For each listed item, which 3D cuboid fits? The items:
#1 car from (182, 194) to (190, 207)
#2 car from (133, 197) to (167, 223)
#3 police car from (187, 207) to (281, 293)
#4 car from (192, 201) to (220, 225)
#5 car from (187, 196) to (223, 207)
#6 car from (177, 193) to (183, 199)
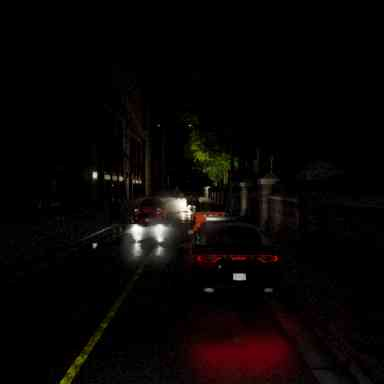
[{"bbox_3d":[0.126,1.352,47.818,2.128,1.511,4.902,0,0,1],"label":"car"},{"bbox_3d":[-3.048,1.314,24.884,2.097,1.767,4.553,0,0,0],"label":"car"},{"bbox_3d":[0.918,1.420,8.962,1.930,1.638,5.238,0,0,0],"label":"police car"},{"bbox_3d":[0.952,1.467,24.852,1.837,1.490,4.892,0,0,0],"label":"car"},{"bbox_3d":[0.939,1.328,18.821,2.097,1.767,4.553,0,0,0],"label":"car"},{"bbox_3d":[-2.813,0.999,87.243,1.994,1.385,4.181,0,1,0],"label":"car"}]
